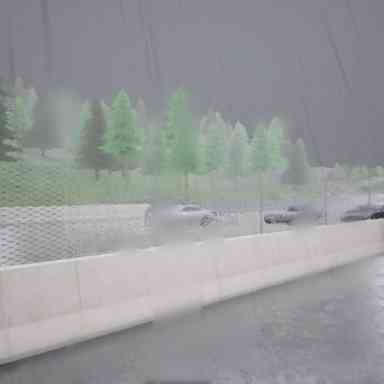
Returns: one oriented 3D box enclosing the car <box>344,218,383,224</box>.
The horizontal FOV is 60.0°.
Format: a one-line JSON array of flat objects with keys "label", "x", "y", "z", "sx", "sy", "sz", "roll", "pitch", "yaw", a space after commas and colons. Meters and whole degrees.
[{"label": "car", "x": 12.230, "y": 1.533, "z": 23.039, "sx": 5.357, "sy": 1.411, "sz": 2.033, "roll": 0, "pitch": 0, "yaw": -42}]
